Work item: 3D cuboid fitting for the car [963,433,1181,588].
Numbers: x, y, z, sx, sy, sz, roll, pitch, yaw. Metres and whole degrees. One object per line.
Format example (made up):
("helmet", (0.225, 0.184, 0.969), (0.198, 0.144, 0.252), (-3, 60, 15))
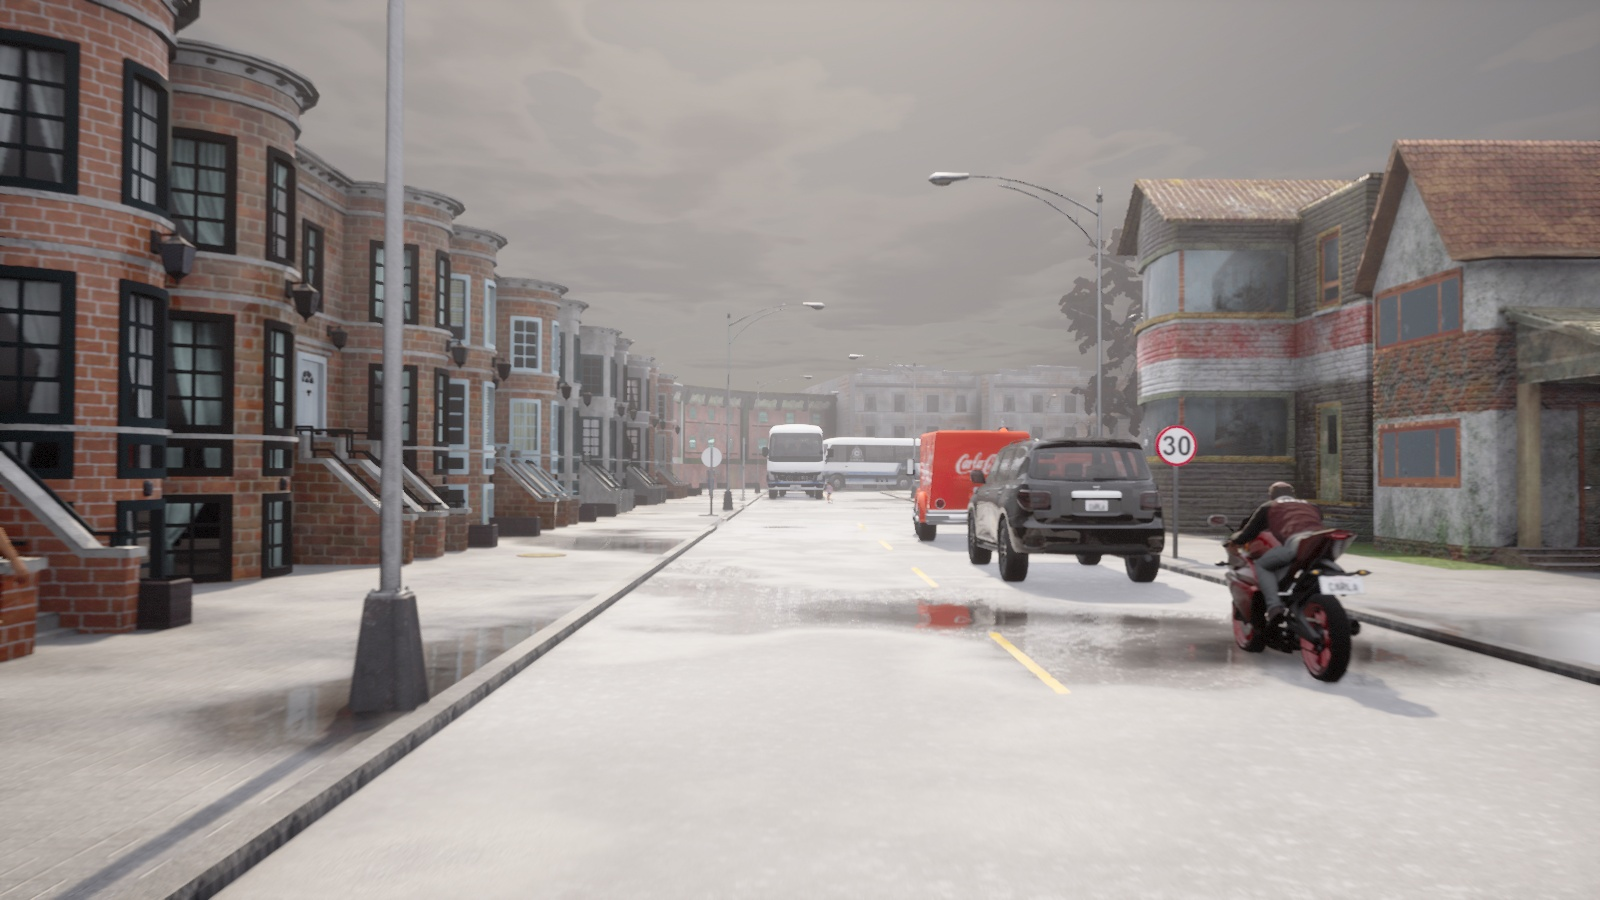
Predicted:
("car", (3.952, 0.842, 19.379), (2.150, 2.045, 5.566), (0, -1, 0))

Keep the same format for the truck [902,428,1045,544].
("truck", (3.924, 0.806, 29.493), (2.627, 2.467, 5.204), (0, -1, 0))

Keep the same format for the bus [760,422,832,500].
("bus", (-0.195, 0.684, 74.382), (3.944, 4.253, 10.273), (0, -1, 0))

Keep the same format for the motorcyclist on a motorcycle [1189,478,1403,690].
("motorcyclist on a motorcycle", (3.976, 1.006, 10.308), (0.866, 1.530, 2.191), (0, -1, 0))

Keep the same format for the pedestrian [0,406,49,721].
("pedestrian", (-4.970, 0.669, 7.449), (0.540, 1.848, 0.694), (0, -1, 14))
